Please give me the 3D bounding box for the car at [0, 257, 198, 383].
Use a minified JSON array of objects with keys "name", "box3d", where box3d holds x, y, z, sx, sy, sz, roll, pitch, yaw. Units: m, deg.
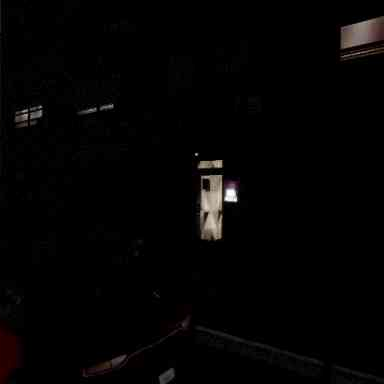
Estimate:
[{"name":"car","box3d":[-2.043,1.542,4.324,4.507,1.381,1.887,0,0,36]}]
